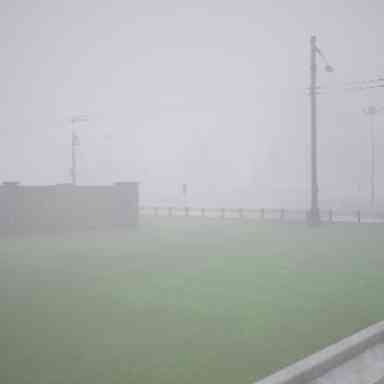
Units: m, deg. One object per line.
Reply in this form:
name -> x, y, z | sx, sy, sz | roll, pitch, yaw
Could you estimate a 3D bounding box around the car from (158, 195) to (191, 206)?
car -> -2.509, 1.201, 47.275 | 4.892, 1.490, 1.837 | -1, 0, 29
